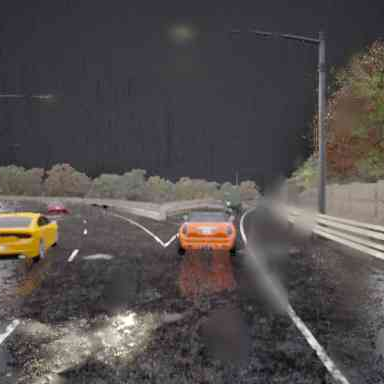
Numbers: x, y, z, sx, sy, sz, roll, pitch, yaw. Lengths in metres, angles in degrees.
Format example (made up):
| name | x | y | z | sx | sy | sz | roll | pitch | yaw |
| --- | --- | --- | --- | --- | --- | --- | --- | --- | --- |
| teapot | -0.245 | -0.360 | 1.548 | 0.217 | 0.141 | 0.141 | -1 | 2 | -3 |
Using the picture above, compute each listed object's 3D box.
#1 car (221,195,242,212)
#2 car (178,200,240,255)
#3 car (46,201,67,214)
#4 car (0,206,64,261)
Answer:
| name | x | y | z | sx | sy | sz | roll | pitch | yaw |
| --- | --- | --- | --- | --- | --- | --- | --- | --- | --- |
| car | 4.384 | 1.353 | 37.344 | 2.150 | 2.045 | 5.566 | 0 | 0 | 13 |
| car | 0.687 | 1.398 | 13.695 | 2.097 | 1.767 | 4.553 | 0 | 0 | 4 |
| car | -15.025 | 1.642 | 36.807 | 1.994 | 1.385 | 4.181 | 0 | 0 | -26 |
| car | -6.170 | 1.500 | 12.141 | 1.882 | 1.535 | 5.008 | 0 | 0 | -13 |
